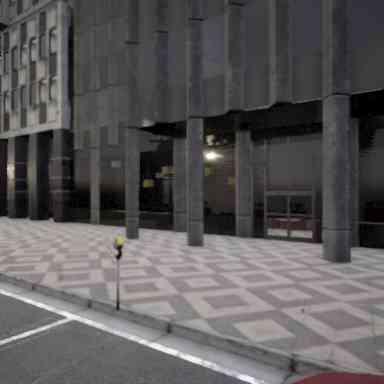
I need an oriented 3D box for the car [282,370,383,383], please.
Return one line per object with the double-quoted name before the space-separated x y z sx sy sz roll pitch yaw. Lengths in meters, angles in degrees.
"car" 2.207 1.580 1.273 4.206 1.307 1.802 0 0 35
